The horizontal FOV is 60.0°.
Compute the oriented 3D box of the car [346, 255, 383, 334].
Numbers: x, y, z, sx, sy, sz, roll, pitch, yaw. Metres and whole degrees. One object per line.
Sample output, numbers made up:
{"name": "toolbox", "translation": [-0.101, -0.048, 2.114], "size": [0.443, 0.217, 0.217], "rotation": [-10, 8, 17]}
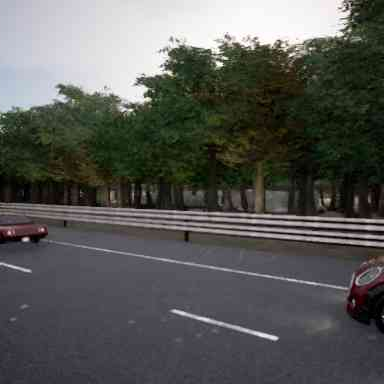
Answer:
{"name": "car", "translation": [4.816, 1.357, 4.900], "size": [4.553, 1.767, 2.097], "rotation": [0, 0, 35]}

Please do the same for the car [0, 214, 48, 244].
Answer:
{"name": "car", "translation": [-8.447, 1.618, 14.760], "size": [4.718, 1.301, 1.895], "rotation": [0, 0, 38]}
